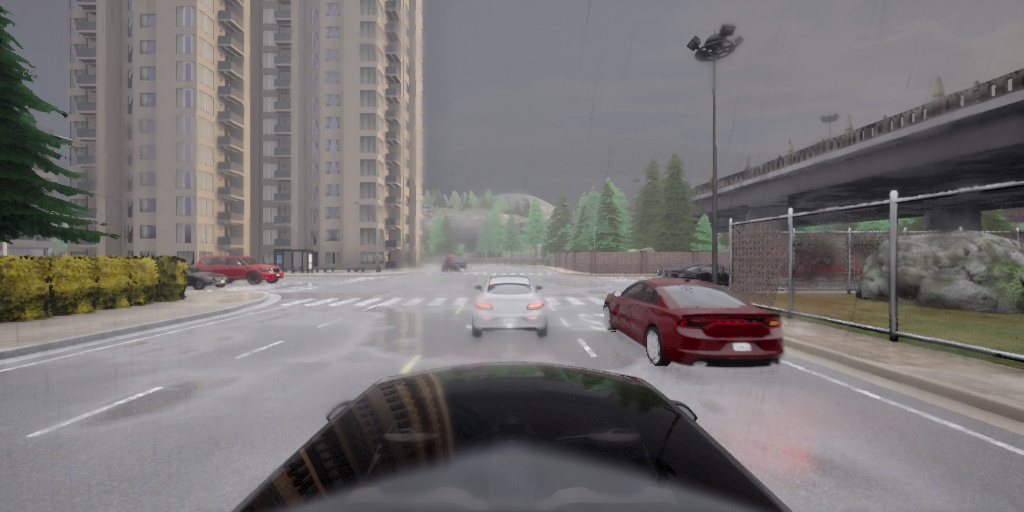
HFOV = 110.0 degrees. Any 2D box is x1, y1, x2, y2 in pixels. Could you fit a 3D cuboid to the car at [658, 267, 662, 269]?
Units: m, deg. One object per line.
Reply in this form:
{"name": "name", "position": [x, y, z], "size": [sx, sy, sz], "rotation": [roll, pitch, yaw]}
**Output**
{"name": "car", "position": [16.083, 1.297, 33.590], "size": [4.902, 1.511, 2.128], "rotation": [0, 0, -1]}

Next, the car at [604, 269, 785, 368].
{"name": "car", "position": [3.480, 1.228, 7.939], "size": [1.882, 1.535, 5.008], "rotation": [0, 0, -1]}

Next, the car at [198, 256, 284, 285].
{"name": "car", "position": [-19.707, 1.027, 25.925], "size": [5.566, 2.045, 2.150], "rotation": [0, 0, -1]}

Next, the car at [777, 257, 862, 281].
{"name": "car", "position": [26.086, 1.027, 30.219], "size": [5.566, 2.045, 2.150], "rotation": [0, 0, -1]}

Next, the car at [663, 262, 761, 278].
{"name": "car", "position": [12.746, 1.283, 22.996], "size": [5.008, 1.535, 1.882], "rotation": [0, -1, -3]}

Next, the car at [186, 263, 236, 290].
{"name": "car", "position": [-20.449, 1.331, 22.423], "size": [4.674, 1.442, 1.812], "rotation": [0, 0, -1]}

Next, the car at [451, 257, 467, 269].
{"name": "car", "position": [-8.118, 1.297, 56.726], "size": [2.033, 1.411, 5.357], "rotation": [0, 0, -4]}

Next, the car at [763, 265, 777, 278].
{"name": "car", "position": [24.957, 1.369, 33.699], "size": [4.181, 1.385, 1.994], "rotation": [0, 0, 0]}

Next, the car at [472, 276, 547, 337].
{"name": "car", "position": [-0.074, 1.276, 10.161], "size": [1.812, 1.442, 4.674], "rotation": [0, 0, -1]}

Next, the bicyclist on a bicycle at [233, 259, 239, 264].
{"name": "bicyclist on a bicycle", "position": [-29.112, 1.106, 37.787], "size": [0.582, 1.620, 1.656], "rotation": [0, 0, -1]}

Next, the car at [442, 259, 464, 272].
{"name": "car", "position": [-7.783, 1.351, 46.106], "size": [1.895, 1.301, 4.718], "rotation": [0, 0, -1]}
